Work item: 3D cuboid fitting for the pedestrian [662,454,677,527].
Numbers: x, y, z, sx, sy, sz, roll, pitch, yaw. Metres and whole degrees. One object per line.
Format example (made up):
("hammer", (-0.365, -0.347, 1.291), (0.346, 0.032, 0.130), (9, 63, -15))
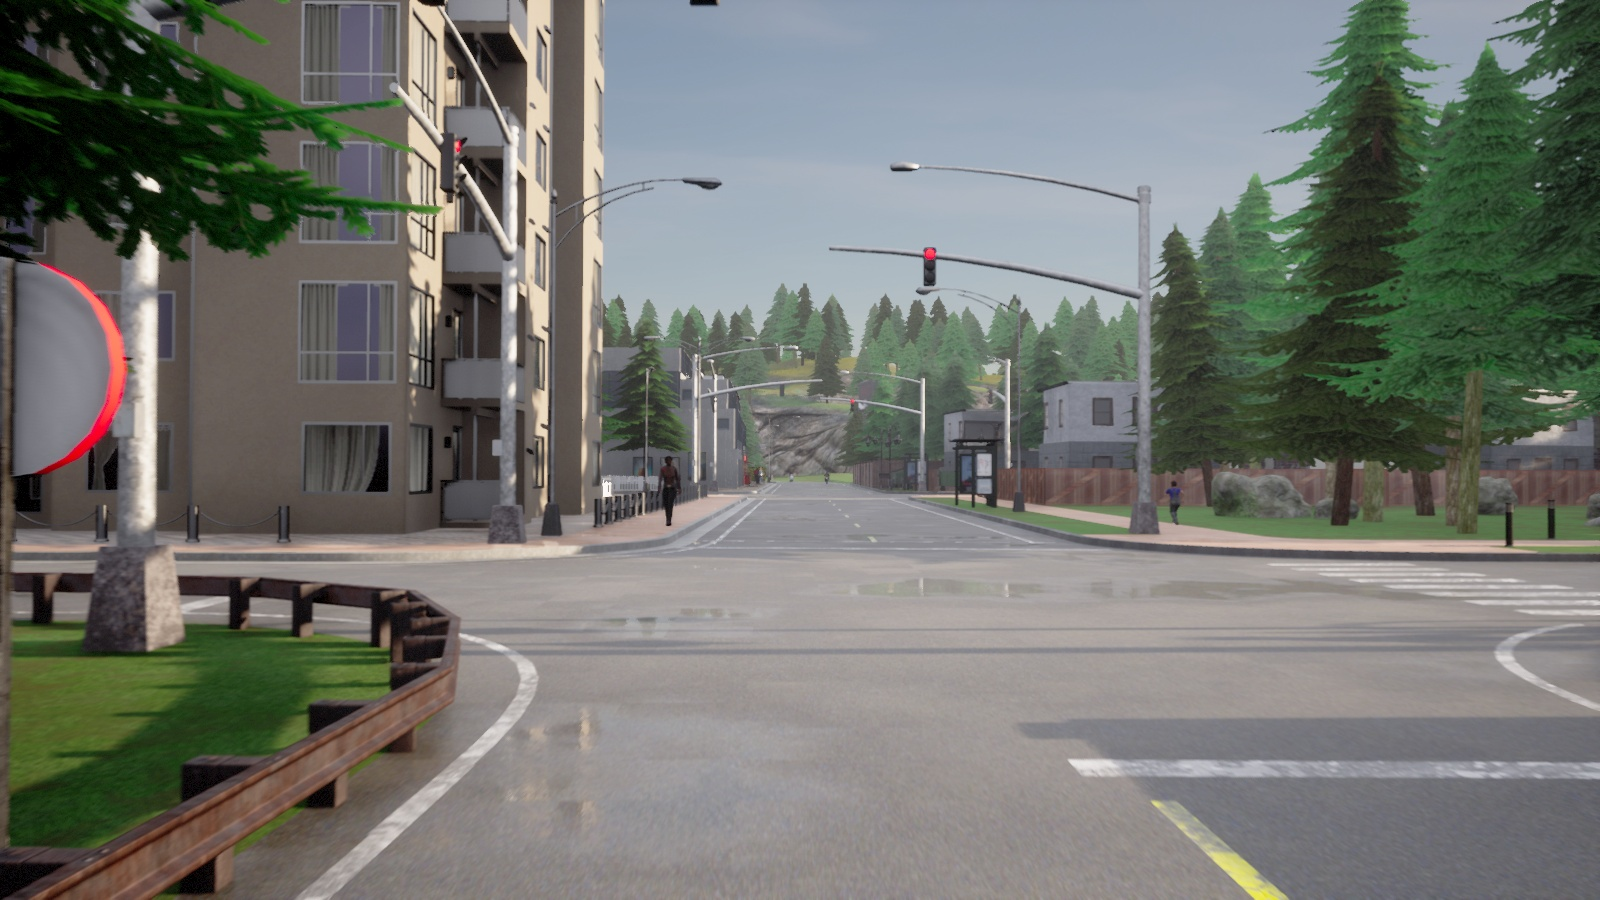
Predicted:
("pedestrian", (-3.274, 1.016, 31.538), (0.328, 1.805, 0.869), (0, -1, -4))

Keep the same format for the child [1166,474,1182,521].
("child", (10.113, 1.279, 33.934), (0.270, 1.263, 0.437), (0, -1, -3))
